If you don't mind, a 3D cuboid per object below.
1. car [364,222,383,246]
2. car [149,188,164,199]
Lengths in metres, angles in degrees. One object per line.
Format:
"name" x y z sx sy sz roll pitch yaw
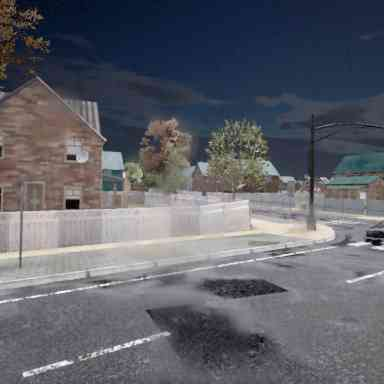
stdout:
"car" 9.586 1.562 14.236 5.357 1.411 2.033 0 0 -35
"car" -6.610 0.335 61.622 2.150 2.045 5.566 1 1 -21
